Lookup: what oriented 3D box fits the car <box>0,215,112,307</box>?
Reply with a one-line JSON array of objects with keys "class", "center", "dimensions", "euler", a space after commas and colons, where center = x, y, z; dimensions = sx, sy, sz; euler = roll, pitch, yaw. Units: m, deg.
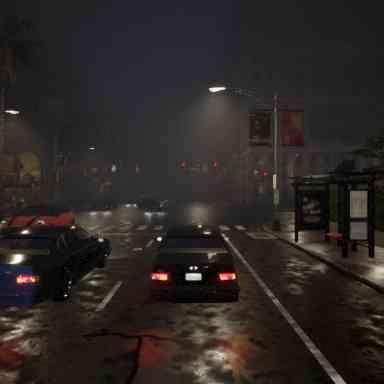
[{"class": "car", "center": [-3.475, 1.547, 8.215], "dimensions": [2.033, 1.411, 5.357], "euler": [0, 0, 0]}]

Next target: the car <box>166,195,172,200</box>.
[{"class": "car", "center": [-6.815, 1.525, 90.892], "dimensions": [2.128, 1.511, 4.902], "euler": [0, 0, 9]}]

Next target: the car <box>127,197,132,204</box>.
[{"class": "car", "center": [-11.003, 1.601, 62.446], "dimensions": [1.895, 1.301, 4.718], "euler": [0, 0, 0]}]

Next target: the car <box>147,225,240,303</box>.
[{"class": "car", "center": [0.025, 1.547, 8.400], "dimensions": [2.033, 1.411, 5.357], "euler": [0, 0, 0]}]

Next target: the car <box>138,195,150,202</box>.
[{"class": "car", "center": [-11.060, 1.540, 76.863], "dimensions": [2.033, 1.411, 5.357], "euler": [0, 0, 0]}]

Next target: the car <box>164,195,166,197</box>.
[{"class": "car", "center": [-7.552, 1.524, 75.842], "dimensions": [1.812, 1.442, 4.674], "euler": [0, 0, 0]}]

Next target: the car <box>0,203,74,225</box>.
[{"class": "car", "center": [-7.197, 1.352, 15.863], "dimensions": [2.097, 1.767, 4.553], "euler": [0, 0, 0]}]

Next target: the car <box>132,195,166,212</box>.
[{"class": "car", "center": [-5.126, 1.505, 39.183], "dimensions": [1.837, 1.490, 4.892], "euler": [-2, 1, -28]}]

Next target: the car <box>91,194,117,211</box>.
[{"class": "car", "center": [-10.893, 1.222, 41.610], "dimensions": [2.150, 2.045, 5.566], "euler": [0, 0, 0]}]

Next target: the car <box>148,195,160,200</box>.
[{"class": "car", "center": [-10.406, 1.478, 90.755], "dimensions": [1.882, 1.535, 5.008], "euler": [0, 0, 9]}]
